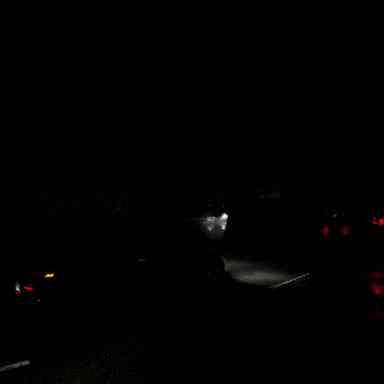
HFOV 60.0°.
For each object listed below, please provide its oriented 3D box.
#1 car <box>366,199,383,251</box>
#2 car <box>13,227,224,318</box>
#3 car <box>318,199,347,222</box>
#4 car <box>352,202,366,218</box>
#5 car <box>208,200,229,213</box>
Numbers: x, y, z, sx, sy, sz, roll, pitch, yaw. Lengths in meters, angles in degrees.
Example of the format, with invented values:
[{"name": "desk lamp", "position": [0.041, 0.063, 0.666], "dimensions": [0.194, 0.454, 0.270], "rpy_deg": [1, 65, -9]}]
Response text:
[{"name": "car", "position": [8.752, 1.221, 13.512], "dimensions": [2.150, 2.045, 5.566], "rpy_deg": [0, 0, 35]}, {"name": "car", "position": [-1.345, 1.526, 7.426], "dimensions": [4.674, 1.442, 1.812], "rpy_deg": [0, 0, -40]}, {"name": "car", "position": [11.093, 1.525, 26.379], "dimensions": [1.812, 1.442, 4.674], "rpy_deg": [0, 0, 18]}, {"name": "car", "position": [15.651, 1.563, 29.641], "dimensions": [1.994, 1.385, 4.181], "rpy_deg": [0, 0, 15]}, {"name": "car", "position": [3.080, 1.600, 37.494], "dimensions": [1.895, 1.301, 4.718], "rpy_deg": [0, 0, 12]}]
